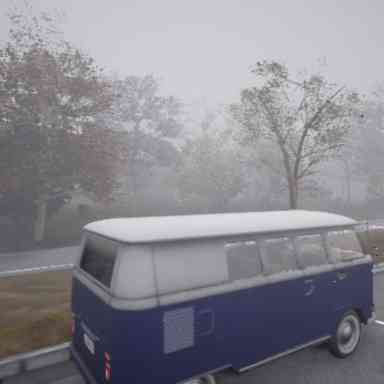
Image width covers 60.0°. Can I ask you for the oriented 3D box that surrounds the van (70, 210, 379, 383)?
[{"bbox_3d":[0.767,1.284,4.598,4.442,1.987,1.878,0,0,-33],"label":"van"}]
